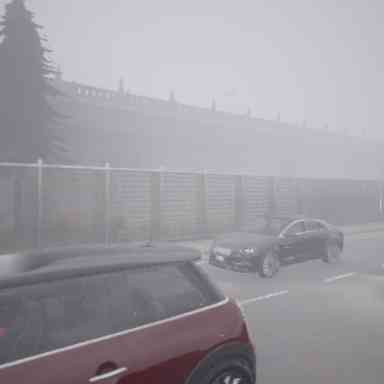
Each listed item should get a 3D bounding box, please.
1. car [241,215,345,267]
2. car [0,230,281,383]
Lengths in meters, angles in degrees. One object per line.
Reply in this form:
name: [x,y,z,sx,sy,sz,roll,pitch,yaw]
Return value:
car: [2.740,1.499,10.243,4.902,1.511,2.128,0,0,-35]
car: [-1.605,1.352,2.845,4.553,1.767,2.097,0,0,-36]
